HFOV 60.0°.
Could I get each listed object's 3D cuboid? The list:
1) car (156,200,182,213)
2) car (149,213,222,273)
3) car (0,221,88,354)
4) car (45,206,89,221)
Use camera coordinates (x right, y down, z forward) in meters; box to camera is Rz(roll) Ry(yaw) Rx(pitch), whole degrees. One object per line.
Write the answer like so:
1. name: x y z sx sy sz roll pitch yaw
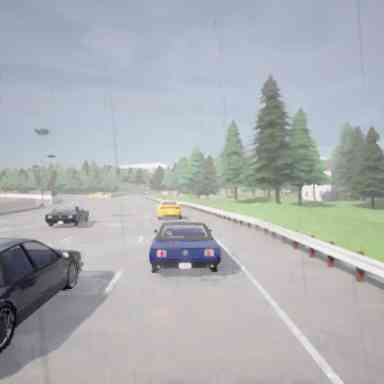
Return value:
1. car: -2.007 1.428 28.413 1.882 1.535 5.008 0 0 -7
2. car: -0.282 1.581 10.651 1.895 1.301 4.718 0 0 -3
3. car: -3.561 1.543 5.936 2.033 1.411 5.357 0 0 -2
4. car: -8.307 1.575 22.614 1.895 1.301 4.718 0 0 -6
